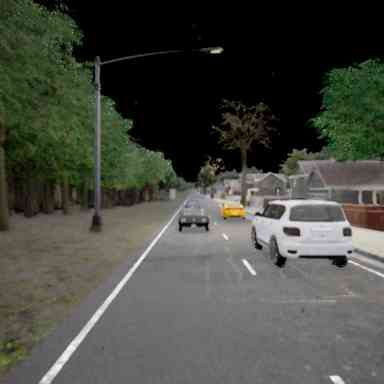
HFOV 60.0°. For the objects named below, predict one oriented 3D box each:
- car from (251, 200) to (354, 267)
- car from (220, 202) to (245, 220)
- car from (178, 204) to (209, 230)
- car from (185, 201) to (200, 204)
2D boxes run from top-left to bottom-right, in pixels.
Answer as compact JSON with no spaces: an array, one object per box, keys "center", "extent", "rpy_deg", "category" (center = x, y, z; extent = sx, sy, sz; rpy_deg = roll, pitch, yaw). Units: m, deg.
[{"center":[3.602,1.287,11.862],"extent":[2.150,2.045,5.566],"rpy_deg":[0,0,0],"category":"car"},{"center":[3.606,1.639,30.358],"extent":[1.882,1.535,5.008],"rpy_deg":[0,0,0],"category":"car"},{"center":[0.105,1.717,21.826],"extent":[1.895,1.301,4.718],"rpy_deg":[0,0,0],"category":"car"},{"center":[0.105,1.784,41.971],"extent":[1.994,1.385,4.181],"rpy_deg":[0,0,0],"category":"car"}]
